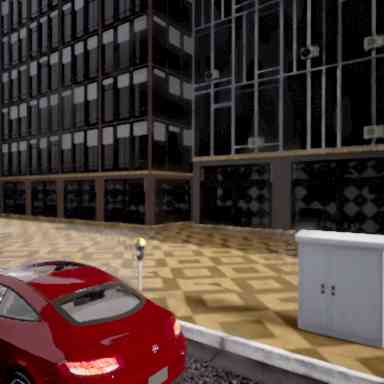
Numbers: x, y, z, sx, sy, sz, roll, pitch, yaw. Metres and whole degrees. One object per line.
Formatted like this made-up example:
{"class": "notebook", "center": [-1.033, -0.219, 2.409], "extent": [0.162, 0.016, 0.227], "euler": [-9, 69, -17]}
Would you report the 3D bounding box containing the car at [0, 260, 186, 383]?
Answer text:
{"class": "car", "center": [-2.004, 1.574, 4.302], "extent": [4.206, 1.307, 1.802], "euler": [0, 0, 35]}
